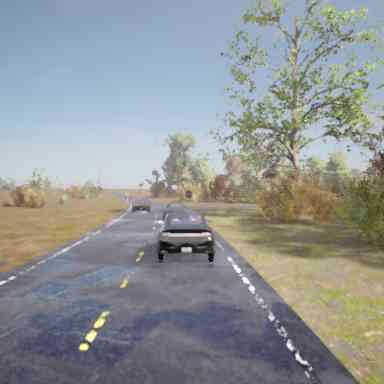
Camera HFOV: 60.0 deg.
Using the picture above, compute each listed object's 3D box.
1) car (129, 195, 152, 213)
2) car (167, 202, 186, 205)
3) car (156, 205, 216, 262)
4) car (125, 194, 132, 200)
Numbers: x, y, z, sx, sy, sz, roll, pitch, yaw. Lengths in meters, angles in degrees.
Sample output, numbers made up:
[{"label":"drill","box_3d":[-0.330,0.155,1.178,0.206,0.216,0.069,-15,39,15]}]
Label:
[{"label":"car","box_3d":[-5.345,1.386,35.380,1.882,1.535,5.008,0,0,-7]},{"label":"car","box_3d":[-1.301,1.490,26.589,1.994,1.385,4.181,0,0,-5]},{"label":"car","box_3d":[-0.262,1.458,12.053,2.128,1.511,4.902,0,0,-3]},{"label":"car","box_3d":[-16.627,1.277,88.108,2.033,1.411,5.357,0,0,-14]}]
